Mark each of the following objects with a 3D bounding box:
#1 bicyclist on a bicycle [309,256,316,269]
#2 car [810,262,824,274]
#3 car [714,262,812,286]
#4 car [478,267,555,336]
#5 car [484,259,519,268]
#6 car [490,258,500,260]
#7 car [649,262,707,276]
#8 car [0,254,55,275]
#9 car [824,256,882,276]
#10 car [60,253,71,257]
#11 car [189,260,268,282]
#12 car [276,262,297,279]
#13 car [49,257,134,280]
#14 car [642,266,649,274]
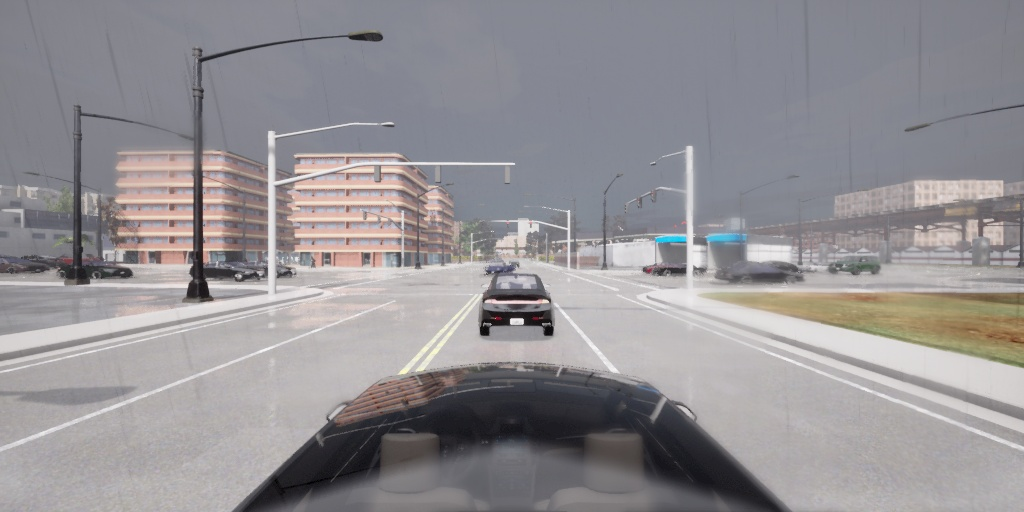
[{"bbox_3d":[-25.949,0.844,46.637,0.582,1.620,1.656,1,0,1],"label":"bicyclist on a bicycle"},{"bbox_3d":[34.865,1.351,41.067,4.718,1.301,1.895,0,0,-19],"label":"car"},{"bbox_3d":[17.128,1.297,24.936,5.357,1.411,2.033,0,0,1],"label":"car"},{"bbox_3d":[0.117,1.242,10.365,2.128,1.511,4.902,0,0,0],"label":"car"},{"bbox_3d":[-1.158,1.325,37.975,1.895,1.301,4.718,0,0,20],"label":"car"},{"bbox_3d":[-3.347,1.351,55.931,1.895,1.301,4.718,0,0,0],"label":"car"},{"bbox_3d":[16.619,1.351,35.681,4.718,1.301,1.895,0,0,0],"label":"car"},{"bbox_3d":[-42.951,0.805,30.571,5.357,1.411,2.033,1,0,2],"label":"car"},{"bbox_3d":[36.311,0.972,37.898,5.566,2.045,2.150,0,0,-19],"label":"car"},{"bbox_3d":[-50.395,0.628,37.891,4.892,1.490,1.837,1,0,2],"label":"car"},{"bbox_3d":[-20.961,1.109,26.520,4.902,1.511,2.128,1,0,1],"label":"car"},{"bbox_3d":[-20.674,1.108,30.011,4.902,1.511,2.128,1,0,1],"label":"car"},{"bbox_3d":[-31.038,1.032,26.767,4.181,1.385,1.994,1,0,1],"label":"car"},{"bbox_3d":[16.456,1.314,39.209,4.181,1.385,1.994,0,0,1],"label":"car"}]
